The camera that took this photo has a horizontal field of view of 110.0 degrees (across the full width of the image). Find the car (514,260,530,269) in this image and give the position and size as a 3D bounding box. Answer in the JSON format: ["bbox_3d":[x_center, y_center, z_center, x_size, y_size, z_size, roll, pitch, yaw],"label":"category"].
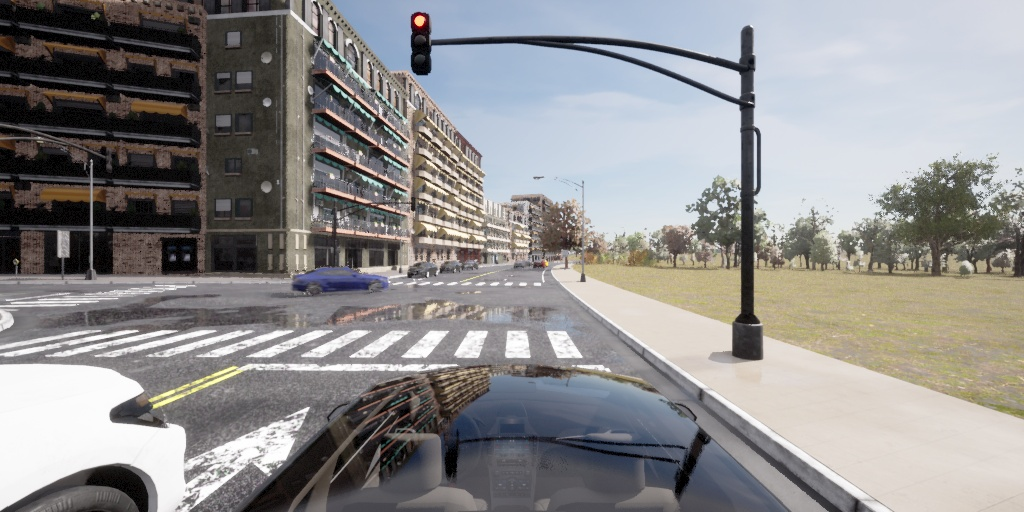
[{"bbox_3d":[1.454,1.478,63.177,2.033,1.411,5.357,0,0,9],"label":"car"}]

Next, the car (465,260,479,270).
[{"bbox_3d":[-6.407,1.378,54.929,2.128,1.511,4.902,0,0,7],"label":"car"}]

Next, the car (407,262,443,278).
[{"bbox_3d":[-8.504,1.313,34.511,1.837,1.490,4.892,0,0,5],"label":"car"}]

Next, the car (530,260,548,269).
[{"bbox_3d":[4.865,1.413,63.842,1.882,1.535,5.008,0,0,9],"label":"car"}]

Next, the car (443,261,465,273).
[{"bbox_3d":[-7.593,1.350,44.608,1.837,1.490,4.892,0,0,6],"label":"car"}]

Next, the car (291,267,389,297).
[{"bbox_3d":[-9.006,1.304,19.031,4.674,1.442,1.812,0,0,-25],"label":"car"}]
